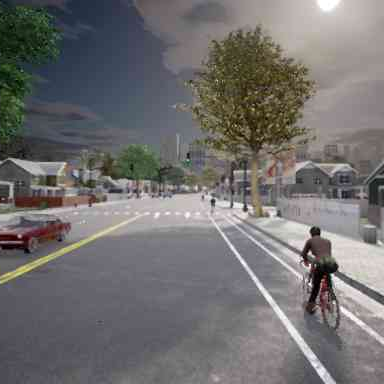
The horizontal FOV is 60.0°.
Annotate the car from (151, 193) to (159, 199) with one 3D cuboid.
[{"bbox_3d":[-9.726,1.048,88.458,1.812,1.442,4.674,0,0,0],"label":"car"}]

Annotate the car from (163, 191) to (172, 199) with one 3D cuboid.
[{"bbox_3d":[-6.477,0.749,88.427,2.150,2.045,5.566,0,0,0],"label":"car"}]

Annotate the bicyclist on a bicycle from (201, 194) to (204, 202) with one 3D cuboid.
[{"bbox_3d":[2.268,1.312,69.885,0.659,1.776,1.843,0,0,0],"label":"bicyclist on a bicycle"}]

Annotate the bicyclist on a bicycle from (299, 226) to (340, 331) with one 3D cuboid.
[{"bbox_3d":[2.252,1.451,5.915,0.582,1.620,1.656,0,0,0],"label":"bicyclist on a bicycle"}]

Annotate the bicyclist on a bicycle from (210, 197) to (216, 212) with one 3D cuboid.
[{"bbox_3d":[2.260,1.357,35.931,0.659,1.776,1.843,0,0,0],"label":"bicyclist on a bicycle"}]

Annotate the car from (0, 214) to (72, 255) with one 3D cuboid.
[{"bbox_3d":[-6.593,1.598,13.483,1.895,1.301,4.718,0,0,0],"label":"car"}]
